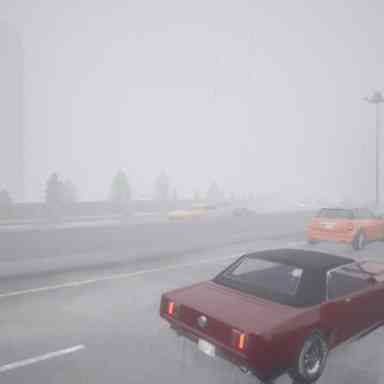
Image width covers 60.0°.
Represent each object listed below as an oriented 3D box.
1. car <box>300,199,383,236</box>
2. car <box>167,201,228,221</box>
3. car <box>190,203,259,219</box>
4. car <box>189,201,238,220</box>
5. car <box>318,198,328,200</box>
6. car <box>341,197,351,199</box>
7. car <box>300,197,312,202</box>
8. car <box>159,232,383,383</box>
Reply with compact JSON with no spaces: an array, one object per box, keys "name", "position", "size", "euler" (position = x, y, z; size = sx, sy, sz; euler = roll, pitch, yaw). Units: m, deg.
[{"name":"car","position":[6.927,1.380,14.532],"size":[4.553,1.767,2.097],"euler":[0,0,-44]},{"name":"car","position":[0.520,1.542,23.152],"size":[1.882,1.535,5.008],"euler":[0,0,45]},{"name":"car","position":[2.309,1.577,20.001],"size":[4.674,1.442,1.812],"euler":[0,0,-45]},{"name":"car","position":[2.010,1.584,29.824],"size":[1.837,1.490,4.892],"euler":[0,0,41]},{"name":"car","position":[22.143,1.658,56.079],"size":[2.033,1.411,5.357],"euler":[0,0,25]},{"name":"car","position":[24.400,1.601,52.640],"size":[1.837,1.490,4.892],"euler":[0,0,25]},{"name":"car","position":[22.166,1.689,64.483],"size":[1.994,1.385,4.181],"euler":[0,0,25]},{"name":"car","position":[1.922,1.613,5.430],"size":[4.718,1.301,1.895],"euler":[0,0,-38]}]
